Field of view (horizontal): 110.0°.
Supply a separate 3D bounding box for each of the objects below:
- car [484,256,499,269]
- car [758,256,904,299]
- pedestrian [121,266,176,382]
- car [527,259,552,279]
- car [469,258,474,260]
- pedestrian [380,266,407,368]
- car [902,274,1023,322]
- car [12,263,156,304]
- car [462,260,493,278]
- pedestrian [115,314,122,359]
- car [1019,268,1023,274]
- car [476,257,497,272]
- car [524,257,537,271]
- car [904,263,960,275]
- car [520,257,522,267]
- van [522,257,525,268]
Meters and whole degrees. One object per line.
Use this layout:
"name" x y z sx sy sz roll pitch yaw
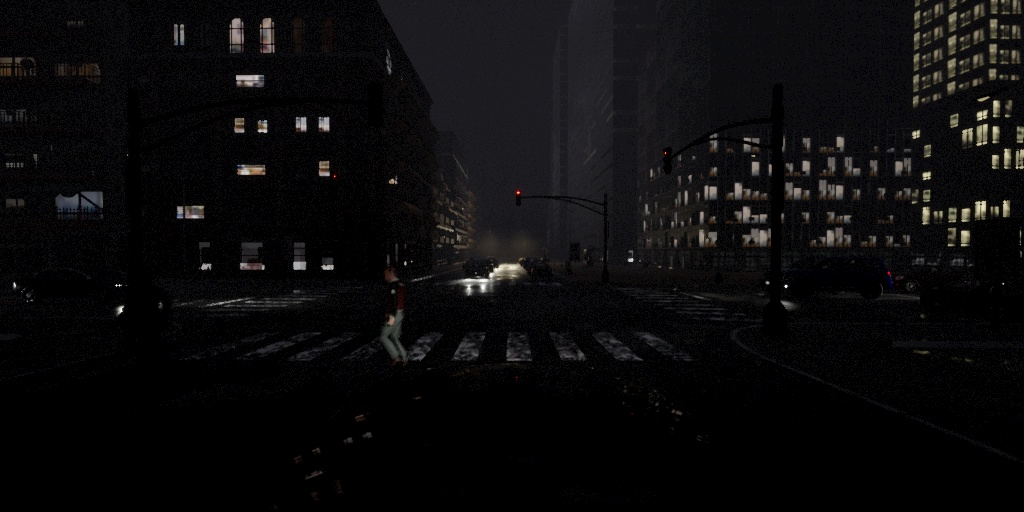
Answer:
"car" -3.109 1.049 53.932 2.097 1.767 4.553 0 0 1
"car" 15.727 1.020 18.145 5.566 2.045 2.150 0 1 1
"pedestrian" -5.691 1.043 5.616 0.375 1.860 0.375 -1 1 0
"car" 2.635 1.272 32.525 1.888 1.381 4.507 0 0 0
"car" -5.726 1.270 49.423 1.948 1.339 4.313 0 0 0
"pedestrian" -2.062 1.045 6.350 0.375 1.860 0.375 -1 1 0
"car" 16.707 1.445 12.228 4.403 1.370 2.007 0 0 1
"car" -18.155 1.183 15.387 4.902 1.511 2.128 0 1 1
"car" -3.113 1.290 32.864 1.994 1.385 4.181 0 0 0
"pedestrian" -7.157 1.043 6.861 0.375 1.860 0.375 -1 1 0
"car" 25.748 1.336 18.016 4.902 1.511 2.128 0 1 1
"car" -3.126 1.217 43.066 1.837 1.490 4.892 0 0 0
"car" 2.631 1.159 38.170 1.967 1.591 4.097 0 0 0
"car" 23.360 1.230 20.780 4.097 1.591 1.967 0 0 1
"car" 2.618 1.240 55.109 1.888 1.381 4.507 0 0 0
"van" 2.623 1.045 49.462 1.690 1.789 3.998 0 0 0
